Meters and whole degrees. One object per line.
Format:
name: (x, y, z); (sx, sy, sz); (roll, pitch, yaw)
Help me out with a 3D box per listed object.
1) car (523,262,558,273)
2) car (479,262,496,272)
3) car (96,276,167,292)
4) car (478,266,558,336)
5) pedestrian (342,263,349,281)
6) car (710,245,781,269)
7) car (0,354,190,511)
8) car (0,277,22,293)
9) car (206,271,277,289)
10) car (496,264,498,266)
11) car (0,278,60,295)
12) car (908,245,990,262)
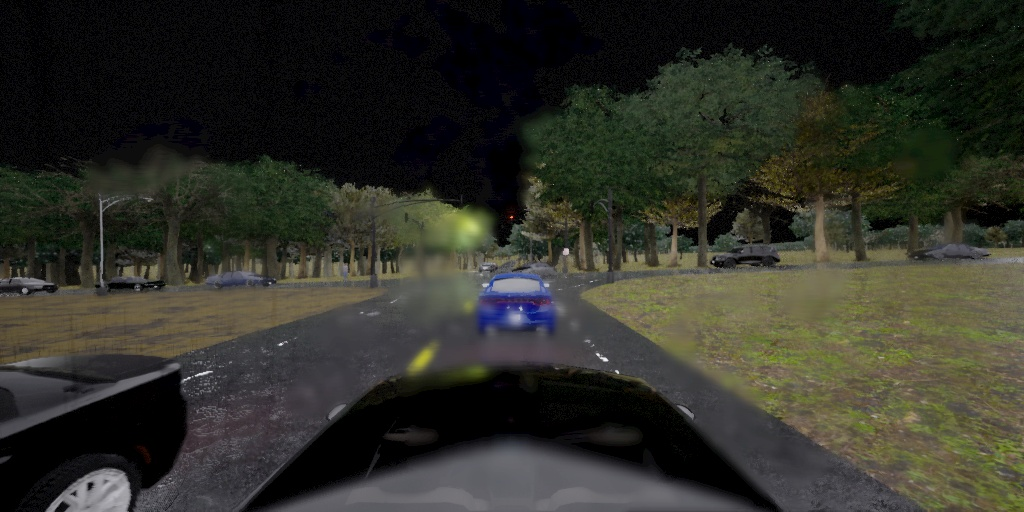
car: (1.688, 1.186, 28.136); (4.181, 1.385, 1.994); (-2, -1, -42)
car: (-3.867, 1.679, 53.561); (2.128, 1.511, 4.902); (0, -1, -1)
car: (-33.348, 2.439, 31.511); (4.718, 1.301, 1.895); (-2, -1, 3)
car: (0.140, 1.233, 10.444); (1.882, 1.535, 5.008); (0, 0, 1)
pedestrian: (-17.861, 1.681, 38.404); (0.375, 1.860, 0.375); (0, 1, 3)
car: (21.258, 0.100, 32.781); (5.566, 2.045, 2.150); (-2, -1, 3)
car: (-3.608, 1.227, 0.817); (1.882, 1.535, 5.008); (0, 0, 0)
car: (-53.076, 2.980, 36.131); (5.008, 1.535, 1.882); (-2, -1, 2)
car: (-23.426, 2.049, 31.078); (5.357, 1.411, 2.033); (-2, -1, 6)
car: (-3.994, 1.847, 62.948); (2.128, 1.511, 4.902); (0, -1, 0)
car: (-43.512, 2.674, 31.996); (4.892, 1.490, 1.837); (-2, -1, 3)
car: (38.957, -0.261, 32.012); (5.357, 1.411, 2.033); (-2, -1, 3)
